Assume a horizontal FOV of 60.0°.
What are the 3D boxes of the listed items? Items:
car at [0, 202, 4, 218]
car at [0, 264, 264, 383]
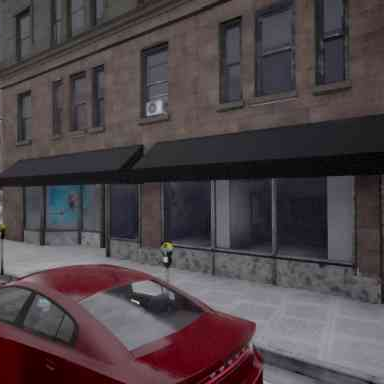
[{"bbox_3d":[-16.407,1.593,29.634,1.812,1.442,4.674,-1,-1,35],"label":"car"},{"bbox_3d":[-1.430,1.545,3.885,4.507,1.381,1.887,0,0,36],"label":"car"}]
